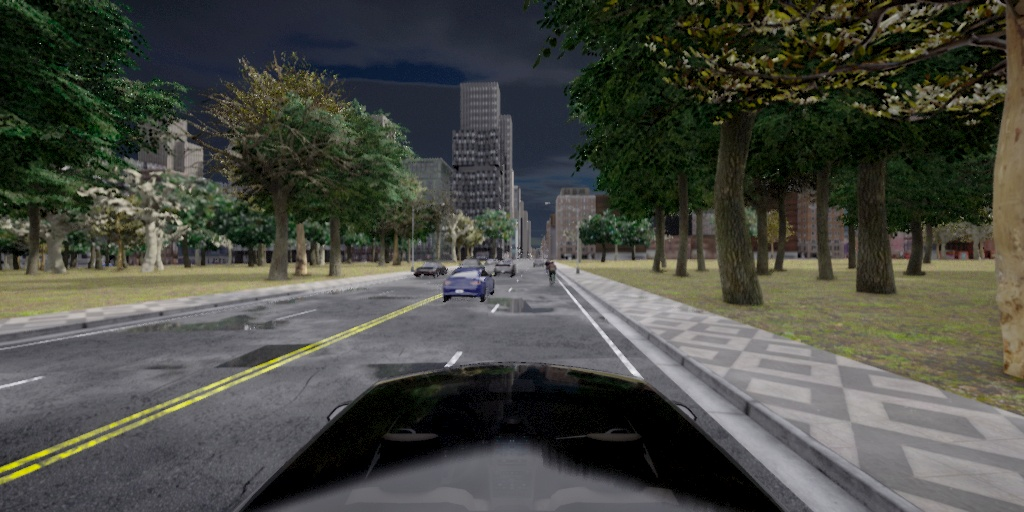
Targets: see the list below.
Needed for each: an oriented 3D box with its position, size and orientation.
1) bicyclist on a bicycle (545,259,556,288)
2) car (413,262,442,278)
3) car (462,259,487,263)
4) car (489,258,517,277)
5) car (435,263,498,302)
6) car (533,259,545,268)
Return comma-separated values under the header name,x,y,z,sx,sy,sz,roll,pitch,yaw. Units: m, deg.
name,x,y,z,sx,sy,sz,roll,pitch,yaw
bicyclist on a bicycle,2.570,1.179,22.824,0.582,1.620,1.656,0,0,4
car,-7.446,1.266,33.242,2.033,1.411,5.357,0,0,4
car,-4.048,1.072,35.184,2.097,1.767,4.553,0,0,4
car,-0.621,1.213,34.741,2.128,1.511,4.902,0,0,4
car,-1.928,1.256,16.699,1.812,1.442,4.674,0,0,4
car,4.658,1.241,62.620,2.128,1.511,4.902,0,0,4
